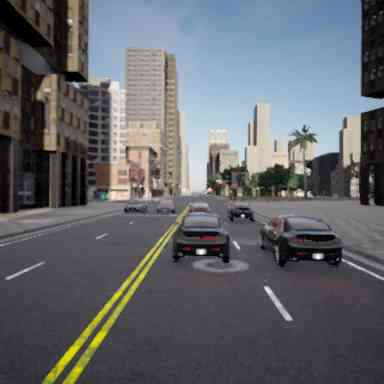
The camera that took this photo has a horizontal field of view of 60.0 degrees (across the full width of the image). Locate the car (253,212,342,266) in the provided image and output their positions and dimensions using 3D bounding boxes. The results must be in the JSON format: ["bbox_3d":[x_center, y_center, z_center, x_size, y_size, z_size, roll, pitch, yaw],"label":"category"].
[{"bbox_3d":[3.568,1.539,11.675,1.837,1.490,4.892,0,0,1],"label":"car"}]

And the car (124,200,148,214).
[{"bbox_3d":[-5.865,1.550,35.142,1.994,1.385,4.181,0,0,1],"label":"car"}]

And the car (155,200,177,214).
[{"bbox_3d":[-2.618,1.534,34.949,1.812,1.442,4.674,0,0,1],"label":"car"}]

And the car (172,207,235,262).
[{"bbox_3d":[0.330,1.517,12.234,1.837,1.490,4.892,0,0,1],"label":"car"}]

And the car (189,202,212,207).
[{"bbox_3d":[0.689,1.552,28.407,1.812,1.442,4.674,0,0,1],"label":"car"}]

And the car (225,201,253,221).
[{"bbox_3d":[3.911,1.553,27.539,1.837,1.490,4.892,0,0,1],"label":"car"}]
